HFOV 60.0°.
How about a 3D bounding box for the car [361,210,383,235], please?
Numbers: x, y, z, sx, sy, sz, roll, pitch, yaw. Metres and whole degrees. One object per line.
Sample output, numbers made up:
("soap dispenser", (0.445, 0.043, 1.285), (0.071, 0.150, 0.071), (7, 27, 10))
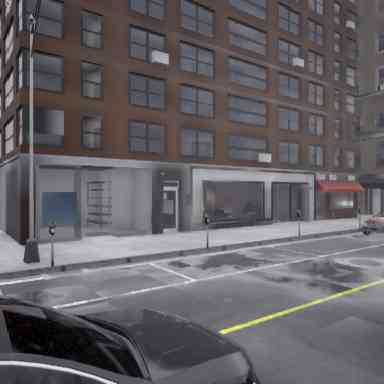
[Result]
("car", (10.616, 1.581, 17.470), (4.206, 1.307, 1.802), (0, 0, -35))

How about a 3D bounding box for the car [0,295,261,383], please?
("car", (-1.633, 1.505, 2.116), (4.892, 1.490, 1.837), (0, 0, -35))
